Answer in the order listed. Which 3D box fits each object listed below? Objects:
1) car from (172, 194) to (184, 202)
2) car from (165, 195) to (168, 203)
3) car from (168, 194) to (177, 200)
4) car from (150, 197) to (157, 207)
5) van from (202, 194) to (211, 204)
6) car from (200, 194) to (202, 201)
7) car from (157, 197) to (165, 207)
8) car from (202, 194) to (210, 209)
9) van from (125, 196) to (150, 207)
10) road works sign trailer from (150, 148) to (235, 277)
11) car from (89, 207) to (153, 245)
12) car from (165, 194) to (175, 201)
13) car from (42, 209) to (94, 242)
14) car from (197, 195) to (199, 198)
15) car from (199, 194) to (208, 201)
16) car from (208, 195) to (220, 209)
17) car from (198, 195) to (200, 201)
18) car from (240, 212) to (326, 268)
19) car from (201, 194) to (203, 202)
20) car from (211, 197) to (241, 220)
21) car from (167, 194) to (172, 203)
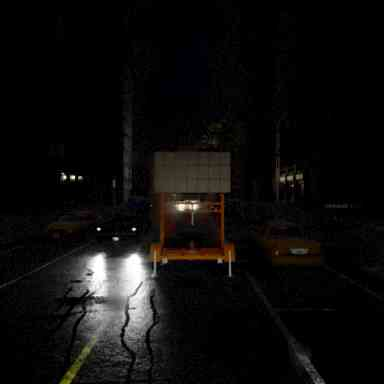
[{"bbox_3d":[-2.886,1.556,74.385,2.128,1.511,4.902,0,0,0],"label":"car"},{"bbox_3d":[-5.582,1.573,56.024,1.887,1.381,4.507,0,0,0],"label":"car"},{"bbox_3d":[-5.523,1.461,95.471,2.192,1.841,5.009,0,0,0],"label":"car"},{"bbox_3d":[-5.607,1.565,39.107,1.947,1.339,4.313,0,0,0],"label":"car"},{"bbox_3d":[2.961,1.391,67.278,1.690,1.788,3.998,0,0,0],"label":"van"},{"bbox_3d":[2.953,1.479,61.638,1.967,1.590,4.097,0,0,0],"label":"car"},{"bbox_3d":[-5.590,1.458,50.386,1.967,1.590,4.097,0,0,0],"label":"car"},{"bbox_3d":[2.927,1.323,44.720,2.192,1.841,5.009,0,0,0],"label":"car"},{"bbox_3d":[-5.615,1.335,33.469,1.690,1.788,3.998,0,0,0],"label":"van"},{"bbox_3d":[0.016,0.461,10.200,2.380,3.560,2.880,0,0,0],"label":"road works sign trailer"},{"bbox_3d":[-3.077,1.594,15.721,1.895,1.301,4.718,0,0,0],"label":"car"},{"bbox_3d":[-5.540,1.411,84.218,2.192,1.841,5.009,0,0,0],"label":"car"},{"bbox_3d":[-5.642,1.519,16.344,1.752,1.417,4.829,0,0,1],"label":"car"},{"bbox_3d":[2.985,1.662,84.195,1.947,1.339,4.313,0,0,0],"label":"car"},{"bbox_3d":[2.994,1.434,89.836,2.192,1.841,5.009,0,0,0],"label":"car"},{"bbox_3d":[2.910,1.434,33.440,1.967,1.590,4.097,0,0,0],"label":"car"},{"bbox_3d":[2.977,1.658,78.557,1.802,1.307,4.206,0,0,0],"label":"car"},{"bbox_3d":[2.884,1.521,11.086,1.752,1.417,4.829,0,0,1],"label":"car"},{"bbox_3d":[2.935,1.333,50.359,2.192,1.841,5.009,0,0,0],"label":"car"},{"bbox_3d":[2.901,1.431,27.802,1.967,1.590,4.097,0,0,0],"label":"car"},{"bbox_3d":[-5.564,1.632,67.303,1.802,1.307,4.206,0,0,0],"label":"car"}]
